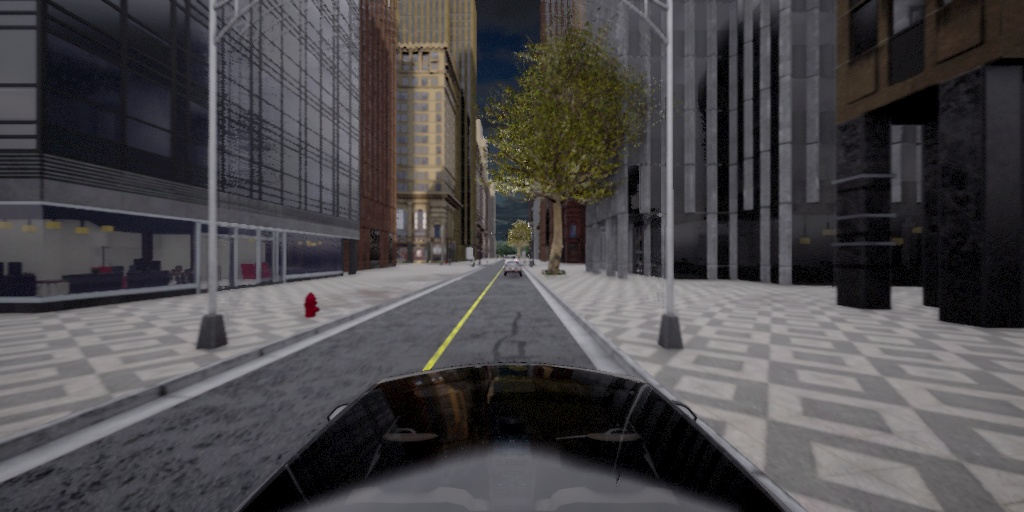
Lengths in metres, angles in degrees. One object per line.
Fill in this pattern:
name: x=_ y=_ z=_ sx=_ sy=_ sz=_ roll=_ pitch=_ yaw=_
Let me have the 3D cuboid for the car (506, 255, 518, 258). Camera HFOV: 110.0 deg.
car: x=0.036 y=0.904 z=56.608 sx=2.150 sy=2.045 sz=5.566 roll=0 pitch=-1 yaw=4

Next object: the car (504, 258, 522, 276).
car: x=0.105 y=1.255 z=37.143 sx=2.033 sy=1.411 sz=5.357 roll=0 pitch=0 yaw=0
